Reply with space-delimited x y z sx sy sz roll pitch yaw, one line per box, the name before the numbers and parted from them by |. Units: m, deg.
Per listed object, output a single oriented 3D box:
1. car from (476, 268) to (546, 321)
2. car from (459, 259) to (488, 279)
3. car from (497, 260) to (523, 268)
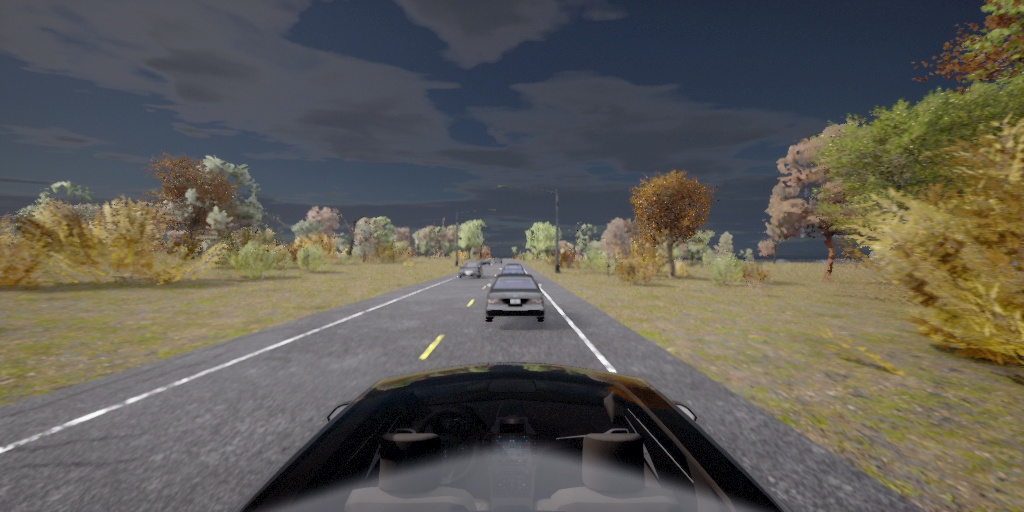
car | 0.093 1.295 12.369 2.033 1.411 5.357 0 0 0
car | -3.599 1.242 32.150 2.128 1.511 4.902 0 0 0
car | 0.094 1.296 28.200 2.033 1.411 5.357 0 0 0
